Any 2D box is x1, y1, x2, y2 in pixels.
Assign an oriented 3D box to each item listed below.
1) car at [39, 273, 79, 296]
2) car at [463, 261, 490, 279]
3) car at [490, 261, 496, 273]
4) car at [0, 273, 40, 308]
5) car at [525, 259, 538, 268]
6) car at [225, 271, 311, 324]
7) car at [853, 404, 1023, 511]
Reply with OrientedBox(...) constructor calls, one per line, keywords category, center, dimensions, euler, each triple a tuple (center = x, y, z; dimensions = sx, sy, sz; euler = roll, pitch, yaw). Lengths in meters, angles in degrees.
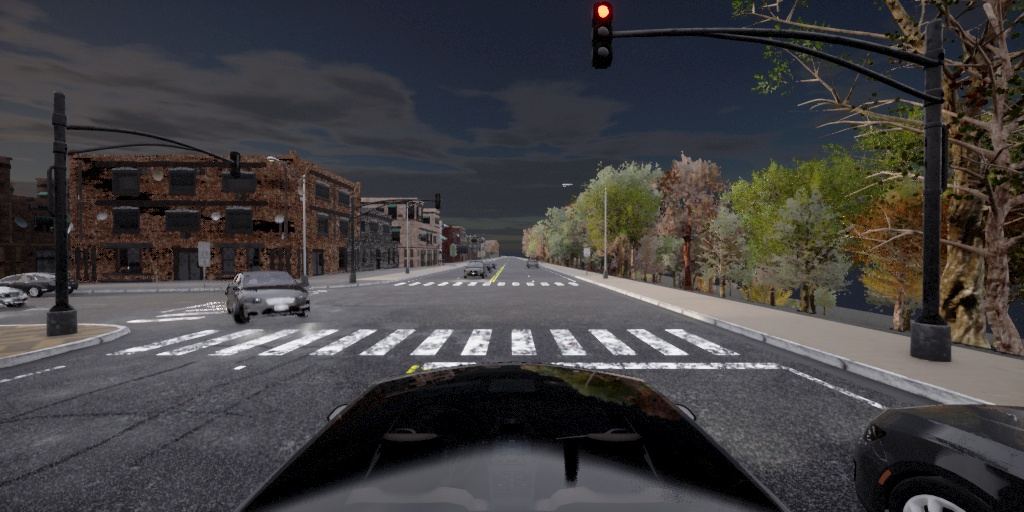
OrientedBox(category="car", center=(-28.288, 1.671, 21.060), dimensions=(4.403, 1.370, 2.007), euler=(0, 0, -1))
OrientedBox(category="car", center=(-3.316, 1.251, 33.070), dimensions=(1.837, 1.490, 4.892), euler=(0, 0, 0))
OrientedBox(category="car", center=(-3.325, 1.346, 42.992), dimensions=(1.895, 1.301, 4.718), euler=(0, 0, 0))
OrientedBox(category="car", center=(-23.754, 1.636, 15.219), dimensions=(4.674, 1.442, 1.812), euler=(-1, 1, -1))
OrientedBox(category="car", center=(3.357, 1.236, 60.144), dimensions=(2.128, 1.511, 4.902), euler=(0, 0, 0))
OrientedBox(category="car", center=(-8.328, 1.256, 12.123), dimensions=(2.128, 1.511, 4.902), euler=(0, -1, -43))
OrientedBox(category="car", center=(3.348, 1.255, 0.518), dimensions=(1.837, 1.490, 4.892), euler=(0, 0, 0))
